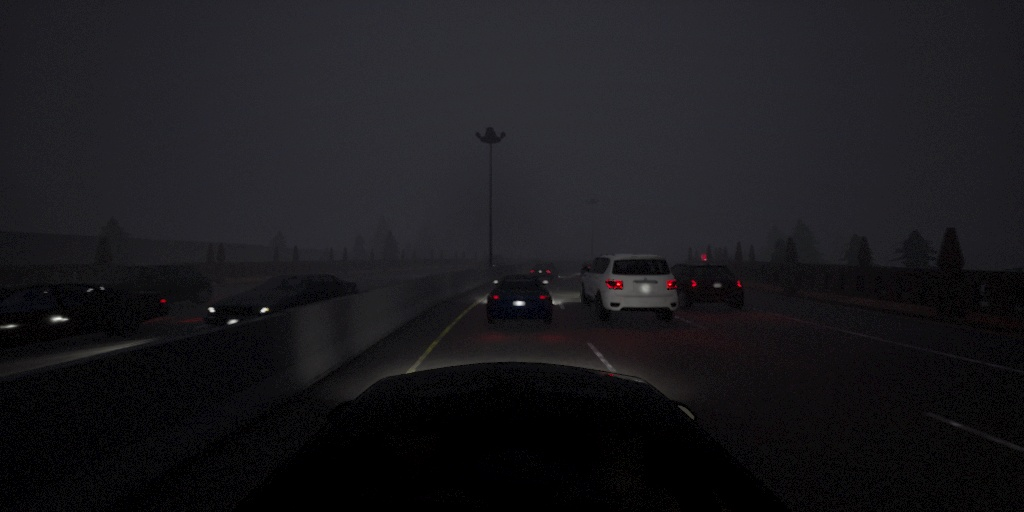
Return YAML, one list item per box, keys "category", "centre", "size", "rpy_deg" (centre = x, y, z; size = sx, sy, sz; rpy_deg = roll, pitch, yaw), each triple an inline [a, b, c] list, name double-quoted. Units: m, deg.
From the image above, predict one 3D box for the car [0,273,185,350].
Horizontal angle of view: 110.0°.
- category: "car"
  centre: [-10.532, 1.284, 7.636]
  size: [2.033, 1.411, 5.357]
  rpy_deg: [0, 0, 1]

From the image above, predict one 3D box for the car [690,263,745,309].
- category: "car"
  centre: [7.504, 1.063, 14.946]
  size: [2.097, 1.767, 4.553]
  rpy_deg: [0, 0, 4]

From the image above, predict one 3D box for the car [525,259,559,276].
- category: "car"
  centre: [2.733, 1.220, 29.618]
  size: [2.033, 1.411, 5.357]
  rpy_deg: [0, 0, 14]

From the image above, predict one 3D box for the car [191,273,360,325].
- category: "car"
  centre: [-6.933, 1.276, 11.707]
  size: [2.033, 1.411, 5.357]
  rpy_deg: [0, 0, 2]

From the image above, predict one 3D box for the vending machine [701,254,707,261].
- category: "vending machine"
  centre: [22.594, 0.750, 41.713]
  size: [1.100, 2.100, 0.880]
  rpy_deg: [0, 0, 26]

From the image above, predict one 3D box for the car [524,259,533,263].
- category: "car"
  centre: [3.047, 1.125, 51.418]
  size: [2.128, 1.511, 4.902]
  rpy_deg: [0, 0, 26]

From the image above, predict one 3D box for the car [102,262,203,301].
- category: "car"
  centre: [-13.776, 1.080, 13.186]
  size: [2.097, 1.767, 4.553]
  rpy_deg: [0, 0, 3]

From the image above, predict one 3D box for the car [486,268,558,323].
- category: "car"
  centre: [0.291, 1.289, 12.033]
  size: [1.994, 1.385, 4.181]
  rpy_deg: [0, 0, 2]

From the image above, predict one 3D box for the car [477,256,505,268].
- category: "car"
  centre: [-2.836, 1.152, 46.820]
  size: [2.128, 1.511, 4.902]
  rpy_deg: [0, 0, 23]

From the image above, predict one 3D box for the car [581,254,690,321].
- category: "car"
  centre: [3.806, 0.943, 12.536]
  size: [2.150, 2.045, 5.566]
  rpy_deg: [0, 0, 3]

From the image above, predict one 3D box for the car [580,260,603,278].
- category: "car"
  centre: [7.595, 1.152, 33.910]
  size: [1.837, 1.490, 4.892]
  rpy_deg: [0, 0, 16]
